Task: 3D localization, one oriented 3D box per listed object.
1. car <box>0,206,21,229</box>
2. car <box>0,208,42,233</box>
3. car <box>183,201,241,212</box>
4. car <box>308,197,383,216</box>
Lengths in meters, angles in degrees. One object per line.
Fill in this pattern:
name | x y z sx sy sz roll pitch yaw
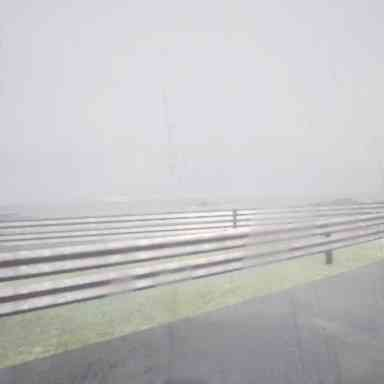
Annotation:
car | -14.598 1.846 22.923 4.674 1.442 1.812 -2 1 -16
car | -11.700 1.754 20.113 4.902 1.511 2.128 -2 1 -16
car | 1.752 1.401 27.614 4.718 1.301 1.895 -2 1 -16
car | 10.387 1.086 22.808 5.008 1.535 1.882 -2 1 -16
